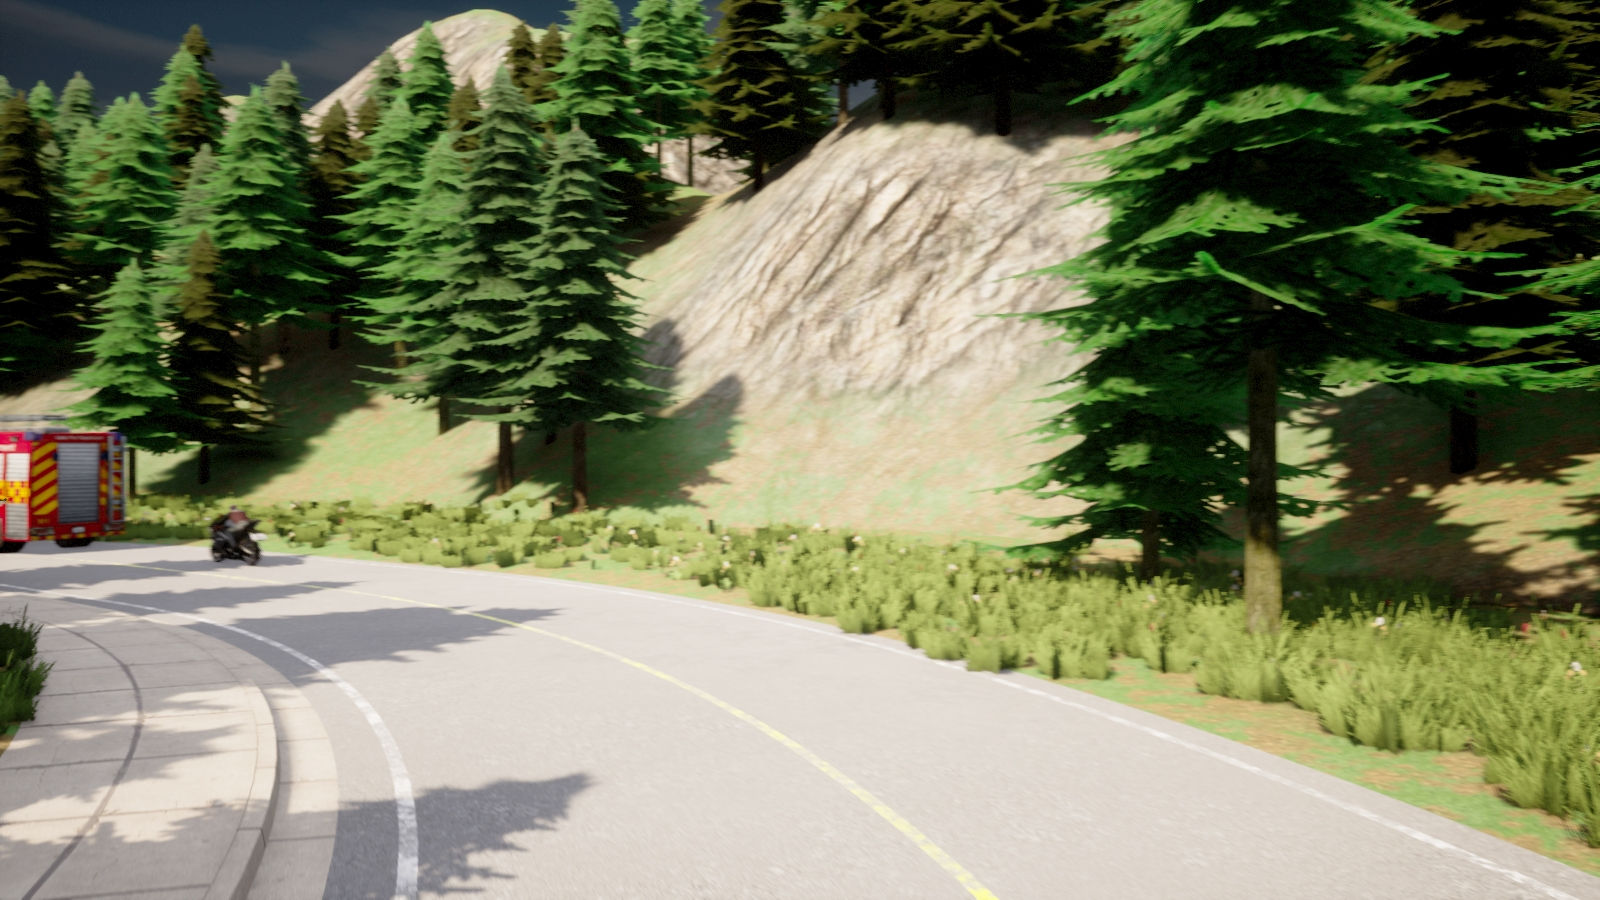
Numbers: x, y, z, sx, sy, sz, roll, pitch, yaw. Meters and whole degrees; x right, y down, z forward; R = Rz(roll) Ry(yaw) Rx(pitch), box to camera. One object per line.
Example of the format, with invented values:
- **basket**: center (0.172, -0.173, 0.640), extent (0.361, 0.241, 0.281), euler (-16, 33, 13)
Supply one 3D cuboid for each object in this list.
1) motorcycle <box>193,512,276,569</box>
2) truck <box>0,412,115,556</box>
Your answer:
- **motorcycle**: center (-13.966, 2.209, 28.212), extent (2.209, 1.251, 0.867), euler (0, 0, 35)
- **truck**: center (-24.298, 0.916, 33.372), extent (8.468, 3.827, 2.891), euler (0, 0, 22)
